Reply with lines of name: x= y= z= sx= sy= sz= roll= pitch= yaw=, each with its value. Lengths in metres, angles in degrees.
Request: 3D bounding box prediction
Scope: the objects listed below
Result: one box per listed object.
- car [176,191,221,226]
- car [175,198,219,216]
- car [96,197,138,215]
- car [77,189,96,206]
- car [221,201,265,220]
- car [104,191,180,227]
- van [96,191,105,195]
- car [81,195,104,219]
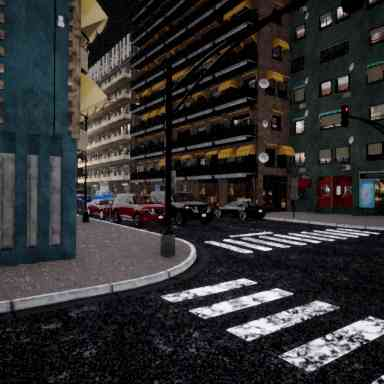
car: x=-0.920 y=0.966 z=21.572 sx=2.150 sy=2.045 sz=5.566 roll=1 pitch=0 yaw=-36
car: x=0.354 y=1.288 z=29.713 sx=1.802 sy=1.307 sz=4.206 roll=2 pitch=0 yaw=-36
car: x=-6.744 y=1.201 z=29.635 sx=1.895 sy=1.301 sz=4.718 roll=1 pitch=0 yaw=-36
car: x=-13.536 y=0.655 z=39.064 sx=2.150 sy=2.045 sz=5.566 roll=1 pitch=0 yaw=-36
car: x=3.616 y=1.353 z=25.197 sx=1.947 sy=1.339 sz=4.313 roll=2 pitch=0 yaw=-36
car: x=-3.192 y=1.033 z=20.322 sx=2.192 sy=1.841 sz=5.009 roll=2 pitch=0 yaw=-36
van: x=-12.688 y=0.726 z=47.776 sx=1.690 sy=1.788 sz=3.998 roll=2 pitch=0 yaw=-36
car: x=-6.461 y=1.182 z=24.838 sx=1.887 sy=1.381 sz=4.507 roll=2 pitch=0 yaw=-36
